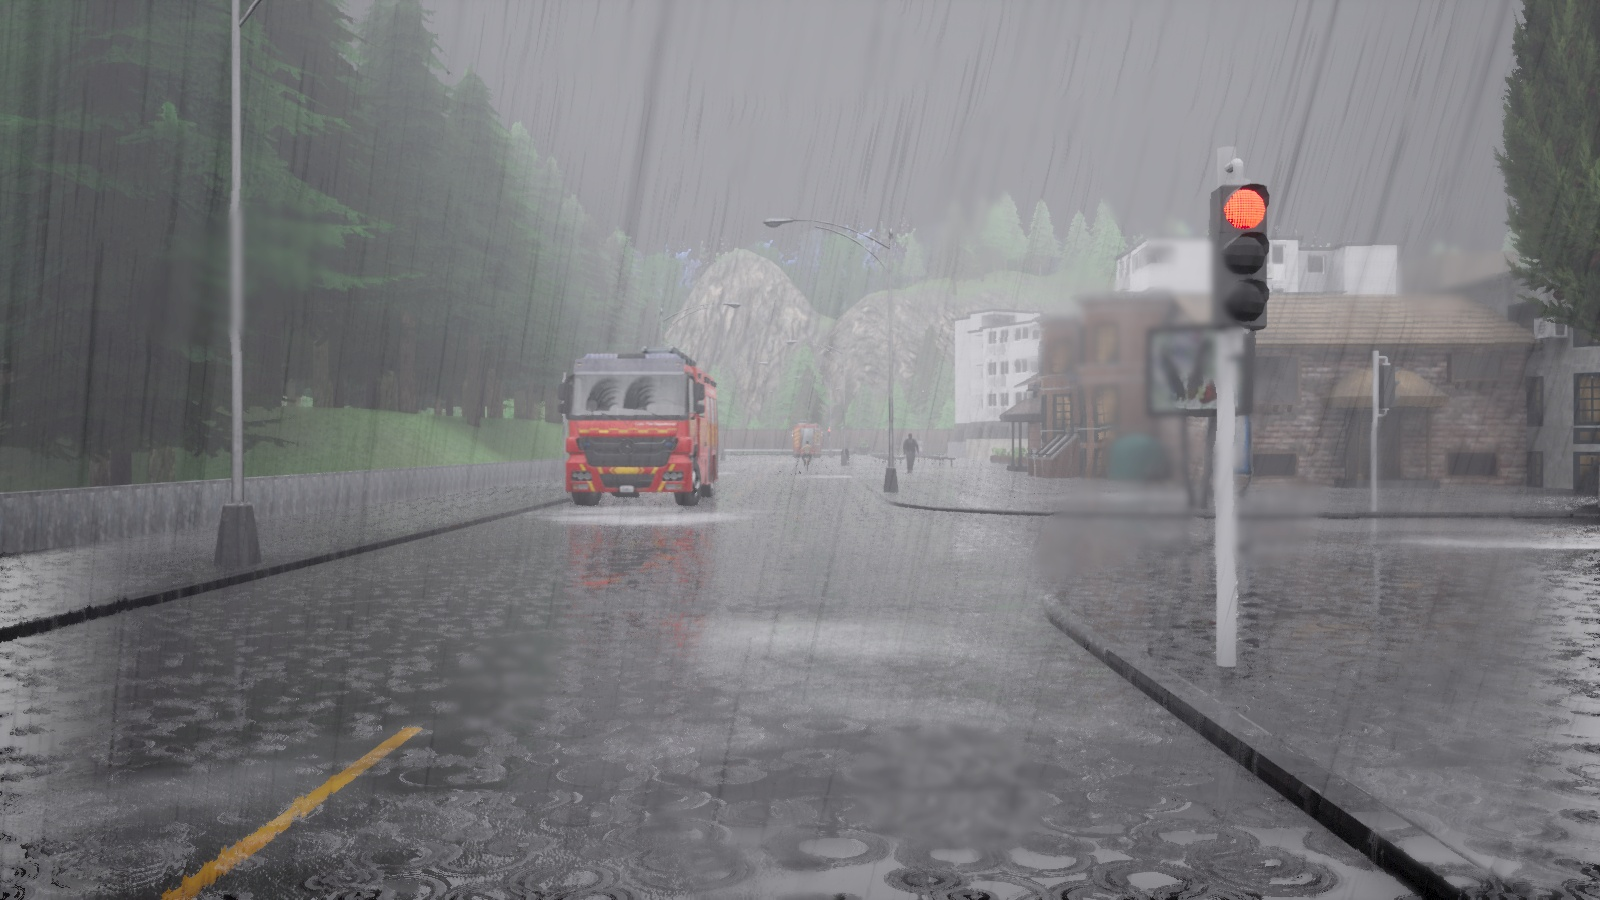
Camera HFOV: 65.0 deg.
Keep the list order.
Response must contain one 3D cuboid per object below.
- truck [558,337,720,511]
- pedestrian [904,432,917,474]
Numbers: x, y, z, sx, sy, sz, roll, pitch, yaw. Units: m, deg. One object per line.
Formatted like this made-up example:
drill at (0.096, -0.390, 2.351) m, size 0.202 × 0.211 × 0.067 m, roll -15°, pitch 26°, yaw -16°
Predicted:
truck at (-3.833, -0.602, 31.988) m, size 2.891 × 3.827 × 8.468 m, roll 0°, pitch 0°, yaw 1°
pedestrian at (5.001, 0.135, 56.899) m, size 0.563 × 1.883 × 0.849 m, roll 0°, pitch 0°, yaw 4°
